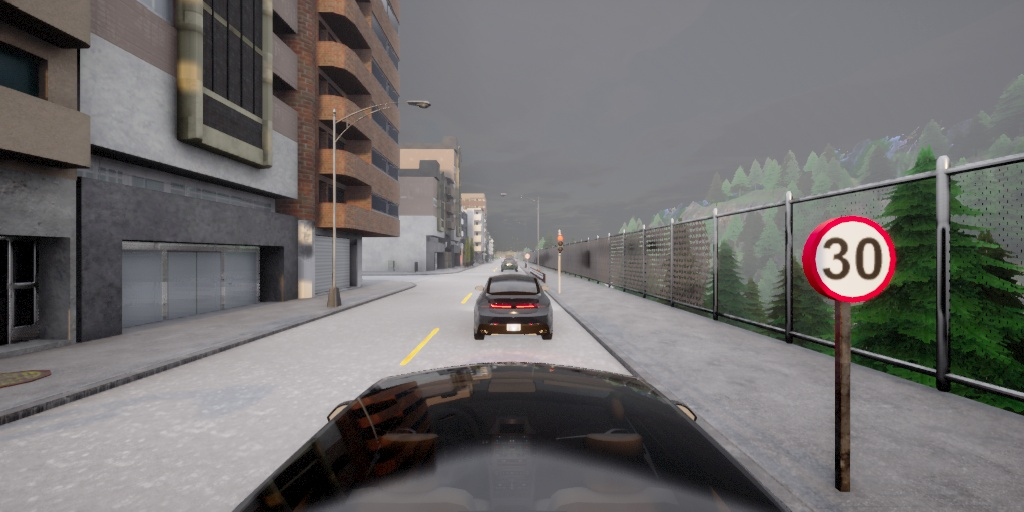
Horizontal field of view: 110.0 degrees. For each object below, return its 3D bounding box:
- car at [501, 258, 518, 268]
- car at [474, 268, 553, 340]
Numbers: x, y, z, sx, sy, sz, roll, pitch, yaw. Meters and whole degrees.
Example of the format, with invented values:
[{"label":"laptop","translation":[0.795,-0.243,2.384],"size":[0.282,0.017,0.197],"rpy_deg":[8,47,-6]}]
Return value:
[{"label":"car","translation":[-0.338,1.102,46.193],"size":[2.097,1.767,4.553],"rpy_deg":[0,0,-1]},{"label":"car","translation":[0.015,1.255,9.957],"size":[1.837,1.490,4.892],"rpy_deg":[0,0,0]}]
